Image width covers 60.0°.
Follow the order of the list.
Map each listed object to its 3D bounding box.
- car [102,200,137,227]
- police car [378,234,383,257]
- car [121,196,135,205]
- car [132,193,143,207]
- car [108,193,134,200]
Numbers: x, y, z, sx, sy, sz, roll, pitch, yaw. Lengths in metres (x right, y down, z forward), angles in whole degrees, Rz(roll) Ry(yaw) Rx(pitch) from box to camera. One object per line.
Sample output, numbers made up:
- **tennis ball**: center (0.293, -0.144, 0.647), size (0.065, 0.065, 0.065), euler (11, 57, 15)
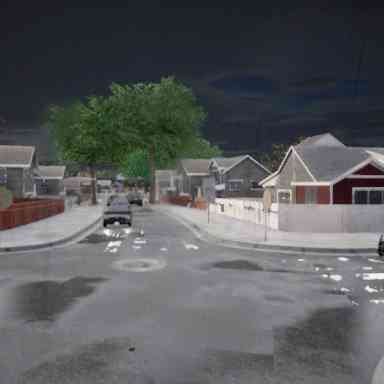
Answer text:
- **car**: center (-5.014, 1.536, 22.894), size (2.033, 1.411, 5.357), euler (0, 0, -9)
- **police car**: center (8.773, 1.596, 11.081), size (4.974, 1.542, 2.038), euler (1, 1, -9)
- **car**: center (-11.758, 1.436, 60.968), size (2.128, 1.511, 4.902), euler (0, 0, -15)
- **car**: center (-8.912, 1.172, 51.013), size (2.150, 2.045, 5.566), euler (0, 0, -16)
- **car**: center (-8.102, 1.331, 37.723), size (2.097, 1.767, 4.553), euler (0, 0, -14)
